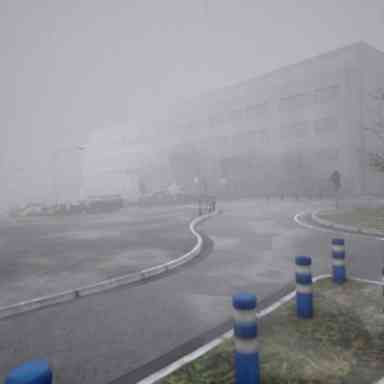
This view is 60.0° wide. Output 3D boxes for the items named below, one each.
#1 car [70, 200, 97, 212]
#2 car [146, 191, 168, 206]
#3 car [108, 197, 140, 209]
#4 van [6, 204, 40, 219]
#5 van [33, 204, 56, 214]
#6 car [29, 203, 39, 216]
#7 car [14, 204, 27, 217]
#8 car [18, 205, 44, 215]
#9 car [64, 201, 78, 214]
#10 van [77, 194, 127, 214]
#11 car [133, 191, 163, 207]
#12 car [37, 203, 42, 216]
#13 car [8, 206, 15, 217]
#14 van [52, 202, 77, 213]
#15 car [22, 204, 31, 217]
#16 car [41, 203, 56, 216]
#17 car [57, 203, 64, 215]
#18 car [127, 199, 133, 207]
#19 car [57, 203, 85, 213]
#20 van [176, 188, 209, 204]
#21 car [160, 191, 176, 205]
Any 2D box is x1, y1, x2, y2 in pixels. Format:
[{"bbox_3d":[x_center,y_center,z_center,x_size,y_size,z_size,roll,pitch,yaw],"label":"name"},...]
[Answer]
[{"bbox_3d":[-21.531,2.758,66.114,2.185,1.767,4.553,-6,-1,44],"label":"car"},{"bbox_3d":[-3.616,1.055,48.637,2.097,1.535,5.008,-6,-1,44],"label":"car"},{"bbox_3d":[-11.516,1.889,56.412,2.163,1.488,4.792,-6,-1,44],"label":"car"},{"bbox_3d":[-27.980,3.148,55.076,1.878,1.987,4.442,-6,-1,44],"label":"van"},{"bbox_3d":[-35.375,4.076,79.862,1.878,1.987,4.442,-6,-1,44],"label":"van"},{"bbox_3d":[-20.003,2.600,47.458,2.002,1.452,4.674,-6,-1,44],"label":"car"},{"bbox_3d":[-23.860,2.954,51.484,1.946,1.575,5.366,-6,-1,44],"label":"car"},{"bbox_3d":[-41.414,4.667,85.645,2.435,2.045,5.566,-6,-1,44],"label":"car"},{"bbox_3d":[-11.965,1.742,39.578,2.097,1.535,5.008,-5,0,44],"label":"car"},{"bbox_3d":[-10.082,1.344,37.563,1.878,1.987,4.442,-5,0,44],"label":"van"},{"bbox_3d":[-5.608,1.002,50.527,2.435,2.045,5.566,-6,-1,44],"label":"car"},{"bbox_3d":[-17.997,2.385,45.531,2.163,1.488,4.792,-6,-1,44],"label":"car"},{"bbox_3d":[-25.931,2.913,53.192,2.435,2.045,5.566,-6,-1,44],"label":"car"},{"bbox_3d":[-27.572,3.274,71.900,1.878,1.987,4.442,-6,-1,44],"label":"van"},{"bbox_3d":[-21.904,2.795,49.318,2.002,1.452,4.674,-6,-1,44],"label":"car"},{"bbox_3d":[-16.159,2.161,43.430,1.946,1.575,5.366,-6,-1,44],"label":"car"},{"bbox_3d":[-13.940,1.813,41.551,2.185,1.767,4.553,-6,-1,44],"label":"car"},{"bbox_3d":[-7.574,1.485,52.473,2.163,1.488,4.792,-6,-1,44],"label":"car"},{"bbox_3d":[-25.475,3.289,70.037,2.231,1.521,4.892,-6,-1,44],"label":"car"},{"bbox_3d":[0.457,0.476,44.802,1.878,1.987,4.442,-5,0,44],"label":"van"},{"bbox_3d":[-1.572,0.896,46.683,2.163,1.488,4.792,-5,0,44],"label":"car"}]
